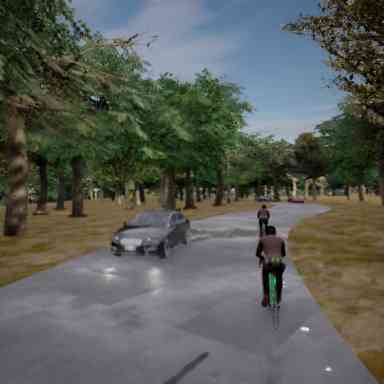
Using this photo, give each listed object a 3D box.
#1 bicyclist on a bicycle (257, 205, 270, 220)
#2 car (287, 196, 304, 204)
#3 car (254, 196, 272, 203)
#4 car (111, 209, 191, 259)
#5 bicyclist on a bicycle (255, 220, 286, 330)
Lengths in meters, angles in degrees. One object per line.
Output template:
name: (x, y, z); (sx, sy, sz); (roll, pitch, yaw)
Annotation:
bicyclist on a bicycle: (3.103, 1.384, 14.390); (0.582, 1.620, 1.656); (0, 0, 15)
car: (18.340, 1.366, 59.304); (1.994, 1.385, 4.181); (0, -1, -1)
car: (15.802, 1.604, 74.123); (2.128, 1.511, 4.902); (0, -1, -22)
car: (-1.341, 1.435, 12.570); (2.128, 1.511, 4.902); (0, 0, 13)
bicyclist on a bicycle: (1.420, 1.438, 5.926); (0.582, 1.620, 1.656); (0, 0, 6)
